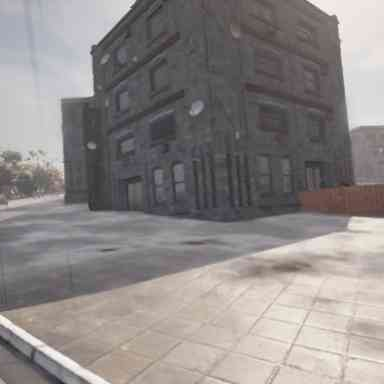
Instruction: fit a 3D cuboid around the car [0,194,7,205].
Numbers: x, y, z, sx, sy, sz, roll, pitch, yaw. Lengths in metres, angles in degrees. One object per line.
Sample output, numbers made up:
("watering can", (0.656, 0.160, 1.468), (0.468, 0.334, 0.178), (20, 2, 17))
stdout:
("car", (-29.137, 1.161, 48.847), (2.097, 1.767, 4.553), (-4, 3, -7))
